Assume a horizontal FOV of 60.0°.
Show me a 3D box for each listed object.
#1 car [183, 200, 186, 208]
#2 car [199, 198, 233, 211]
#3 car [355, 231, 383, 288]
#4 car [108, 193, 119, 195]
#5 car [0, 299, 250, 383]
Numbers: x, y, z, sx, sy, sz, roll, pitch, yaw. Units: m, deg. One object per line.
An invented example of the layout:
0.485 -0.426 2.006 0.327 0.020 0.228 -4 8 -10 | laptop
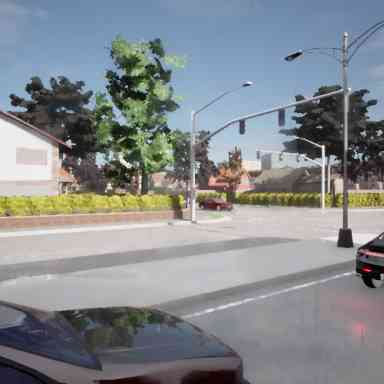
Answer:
-2.564 1.352 47.681 2.097 1.767 4.553 0 0 -36 | car
2.852 1.477 40.240 1.882 1.535 5.008 0 0 -36 | car
5.859 1.491 7.972 4.902 1.511 2.128 0 0 -35 | car
-14.818 1.221 64.621 2.150 2.045 5.566 0 0 -35 | car
-2.055 1.547 2.282 5.357 1.411 2.033 0 0 -35 | car
